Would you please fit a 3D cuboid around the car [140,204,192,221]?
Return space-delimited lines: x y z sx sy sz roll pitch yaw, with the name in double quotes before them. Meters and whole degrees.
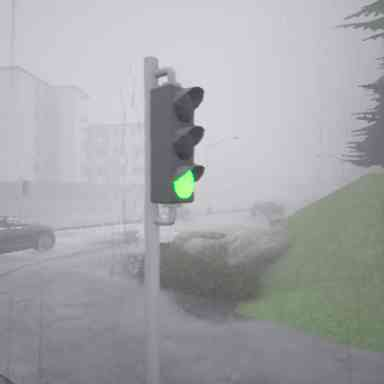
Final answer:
"car" -1.951 1.620 26.174 1.837 1.490 4.892 0 0 36

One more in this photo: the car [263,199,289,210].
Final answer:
"car" 11.356 1.641 44.734 1.812 1.442 4.674 0 -1 36

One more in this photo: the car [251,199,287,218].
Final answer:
"car" 7.278 1.592 31.877 1.837 1.490 4.892 0 0 36

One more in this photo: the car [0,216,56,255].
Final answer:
"car" -6.899 1.576 11.628 2.128 1.511 4.902 -1 0 16
